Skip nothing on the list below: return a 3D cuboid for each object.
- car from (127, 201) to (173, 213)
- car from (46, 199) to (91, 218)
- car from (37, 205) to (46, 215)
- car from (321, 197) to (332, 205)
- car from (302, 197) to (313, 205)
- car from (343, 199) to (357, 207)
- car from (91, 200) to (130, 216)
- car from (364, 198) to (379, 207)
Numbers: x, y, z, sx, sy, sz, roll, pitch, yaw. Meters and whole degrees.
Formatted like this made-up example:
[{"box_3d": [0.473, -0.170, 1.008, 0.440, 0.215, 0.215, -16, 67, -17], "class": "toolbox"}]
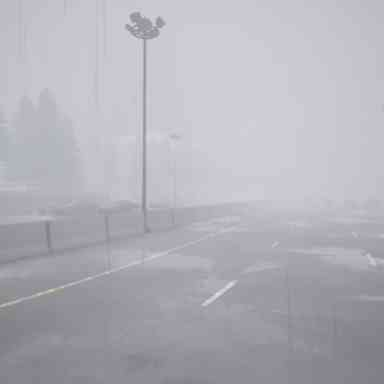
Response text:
[{"box_3d": [-3.425, 1.654, 29.651, 1.895, 1.301, 4.718, 0, 0, 23], "class": "car"}, {"box_3d": [-10.574, 1.504, 30.714, 1.882, 1.535, 5.008, 0, 0, 23], "class": "car"}, {"box_3d": [-13.228, 1.530, 33.426, 1.837, 1.490, 4.892, 0, -1, 23], "class": "car"}, {"box_3d": [26.301, 1.730, 64.922, 1.882, 1.535, 5.008, 0, 0, 22], "class": "car"}, {"box_3d": [22.336, 1.740, 64.481, 1.837, 1.490, 4.892, 0, 0, 22], "class": "car"}, {"box_3d": [25.838, 1.828, 54.616, 1.895, 1.301, 4.718, 0, 0, 22], "class": "car"}, {"box_3d": [-6.727, 1.520, 30.826, 1.882, 1.535, 5.008, 0, 0, 23], "class": "car"}, {"box_3d": [30.095, 1.751, 55.748, 1.837, 1.490, 4.892, 0, 0, 22], "class": "car"}]
